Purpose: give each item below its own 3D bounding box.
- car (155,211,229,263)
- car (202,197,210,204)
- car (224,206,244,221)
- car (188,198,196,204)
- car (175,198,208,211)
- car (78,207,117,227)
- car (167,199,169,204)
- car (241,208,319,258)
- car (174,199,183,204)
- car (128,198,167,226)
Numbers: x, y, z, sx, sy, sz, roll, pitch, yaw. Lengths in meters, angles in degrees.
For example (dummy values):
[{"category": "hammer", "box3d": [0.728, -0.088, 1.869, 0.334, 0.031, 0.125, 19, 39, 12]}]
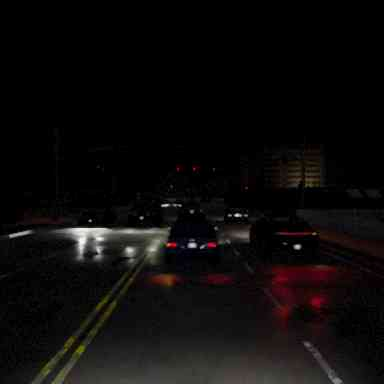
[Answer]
[{"category": "car", "box3d": [0.022, 1.679, 12.504, 2.033, 1.411, 5.357, 0, -1, 0]}, {"category": "car", "box3d": [3.582, 2.225, 86.576, 2.097, 1.767, 4.553, 0, -1, 0]}, {"category": "car", "box3d": [3.672, 1.835, 27.500, 2.033, 1.411, 5.357, 0, -1, 5]}, {"category": "car", "box3d": [0.082, 2.393, 86.288, 2.033, 1.411, 5.357, 0, -1, 0]}, {"category": "car", "box3d": [-0.180, 1.648, 28.393, 2.097, 1.767, 4.553, 0, -1, -5]}, {"category": "car", "box3d": [-6.994, 1.825, 24.908, 1.994, 1.385, 4.181, 0, -1, 1]}, {"category": "car", "box3d": [-6.919, 2.413, 85.272, 2.128, 1.511, 4.902, 0, -1, 0]}, {"category": "car", "box3d": [3.537, 1.634, 13.505, 2.128, 1.511, 4.902, 0, 0, 1]}, {"category": "car", "box3d": [-3.419, 2.482, 85.238, 1.895, 1.301, 4.718, 0, -1, 0]}, {"category": "car", "box3d": [-3.484, 1.497, 25.871, 2.150, 2.045, 5.566, 0, -1, 0]}]
